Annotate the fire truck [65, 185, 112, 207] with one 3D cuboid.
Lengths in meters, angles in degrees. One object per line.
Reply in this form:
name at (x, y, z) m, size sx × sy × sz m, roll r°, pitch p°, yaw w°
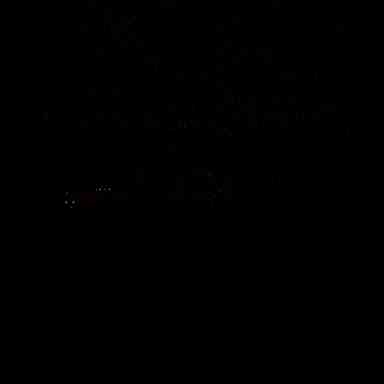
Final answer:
fire truck at (-18.876, 0.682, 61.412) m, size 2.891 × 3.827 × 8.468 m, roll 1°, pitch 0°, yaw 35°
